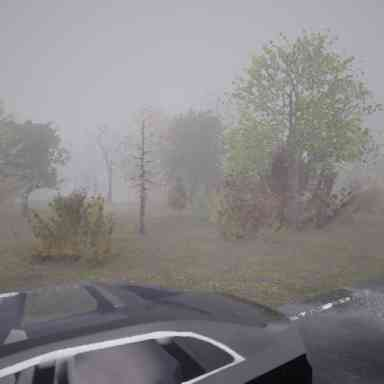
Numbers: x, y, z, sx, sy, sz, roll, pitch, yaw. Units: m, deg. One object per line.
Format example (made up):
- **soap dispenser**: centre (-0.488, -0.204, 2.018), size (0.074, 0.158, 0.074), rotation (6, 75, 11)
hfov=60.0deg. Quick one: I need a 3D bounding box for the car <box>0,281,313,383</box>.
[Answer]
- **car**: centre (-1.269, 1.492, 2.044), size (4.902, 1.511, 2.128), rotation (0, 0, -35)
